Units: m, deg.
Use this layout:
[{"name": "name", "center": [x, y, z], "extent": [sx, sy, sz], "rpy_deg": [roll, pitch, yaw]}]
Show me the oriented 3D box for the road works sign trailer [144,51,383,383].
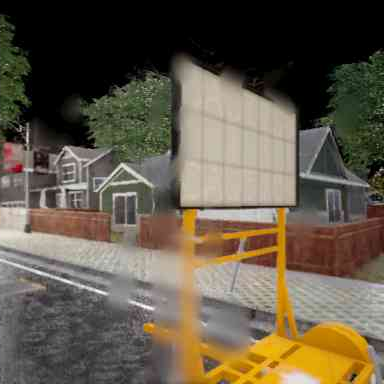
[{"name": "road works sign trailer", "center": [0.448, 0.581, 3.776], "extent": [2.880, 3.560, 2.380], "rpy_deg": [-1, -2, 41]}]
